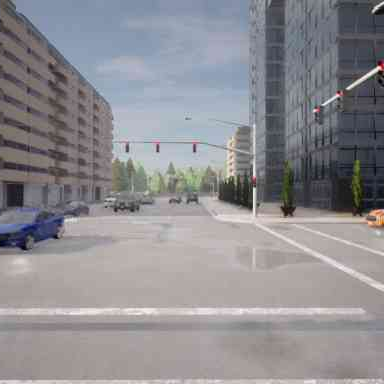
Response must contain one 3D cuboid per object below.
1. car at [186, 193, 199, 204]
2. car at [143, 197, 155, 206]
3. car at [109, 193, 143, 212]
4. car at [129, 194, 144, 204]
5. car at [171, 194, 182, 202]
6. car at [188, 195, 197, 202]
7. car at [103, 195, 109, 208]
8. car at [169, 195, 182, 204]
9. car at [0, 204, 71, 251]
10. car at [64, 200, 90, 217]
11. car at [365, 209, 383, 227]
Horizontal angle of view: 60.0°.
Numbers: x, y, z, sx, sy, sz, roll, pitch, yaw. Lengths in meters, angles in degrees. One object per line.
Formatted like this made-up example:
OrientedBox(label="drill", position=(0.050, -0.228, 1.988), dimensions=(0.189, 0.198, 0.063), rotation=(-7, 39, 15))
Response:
OrientedBox(label="car", position=(0.078, 1.221, 63.904), dimensions=(2.150, 2.045, 5.566), rotation=(0, 0, 1))
OrientedBox(label="car", position=(-7.227, 1.547, 55.059), dimensions=(2.033, 1.411, 5.357), rotation=(0, 0, 1))
OrientedBox(label="car", position=(-7.409, 1.213, 38.183), dimensions=(2.150, 2.045, 5.566), rotation=(0, 1, 1))
OrientedBox(label="car", position=(-10.559, 1.352, 63.959), dimensions=(2.097, 1.767, 4.553), rotation=(0, 0, 1))
OrientedBox(label="car", position=(-3.391, 1.355, 74.340), dimensions=(2.097, 1.767, 4.553), rotation=(0, 0, 1))
OrientedBox(label="car", position=(0.116, 1.500, 74.616), dimensions=(1.837, 1.490, 4.892), rotation=(0, 0, 1))
OrientedBox(label="car", position=(-10.834, 1.215, 46.942), dimensions=(2.150, 2.045, 5.566), rotation=(0, 1, 1))
OrientedBox(label="car", position=(-3.416, 1.526, 64.323), dimensions=(1.812, 1.442, 4.674), rotation=(0, 0, 1))
OrientedBox(label="car", position=(-7.204, 1.503, 14.431), dimensions=(1.882, 1.535, 5.008), rotation=(0, 0, -1))
OrientedBox(label="car", position=(-11.030, 1.526, 31.095), dimensions=(1.812, 1.442, 4.674), rotation=(0, 0, 3))
OrientedBox(label="car", position=(13.584, 1.407, 21.176), dimensions=(4.553, 1.767, 2.097), rotation=(0, 0, 0))
